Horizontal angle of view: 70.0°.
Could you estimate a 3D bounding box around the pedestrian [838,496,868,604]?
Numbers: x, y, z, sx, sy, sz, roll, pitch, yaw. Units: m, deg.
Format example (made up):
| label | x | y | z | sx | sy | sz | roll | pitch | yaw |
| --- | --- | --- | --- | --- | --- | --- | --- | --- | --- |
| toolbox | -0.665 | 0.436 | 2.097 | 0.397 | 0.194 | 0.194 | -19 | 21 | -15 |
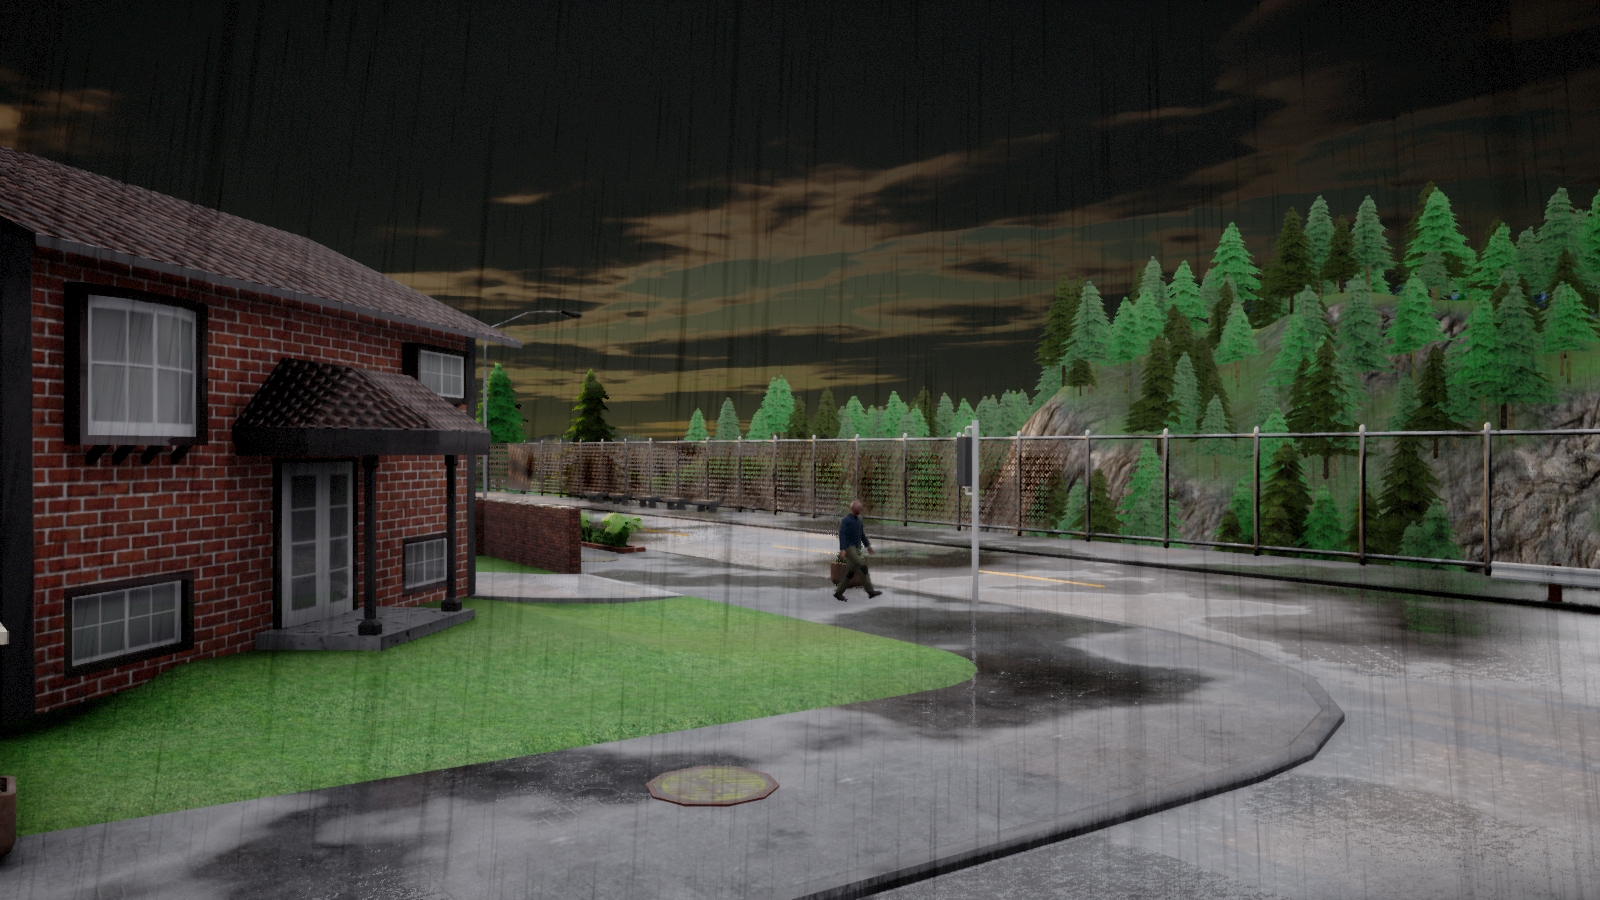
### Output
| label | x | y | z | sx | sy | sz | roll | pitch | yaw |
| --- | --- | --- | --- | --- | --- | --- | --- | --- | --- |
| pedestrian | 0.932 | 1.745 | 20.089 | 0.375 | 1.860 | 0.375 | 0 | 0 | 34 |
